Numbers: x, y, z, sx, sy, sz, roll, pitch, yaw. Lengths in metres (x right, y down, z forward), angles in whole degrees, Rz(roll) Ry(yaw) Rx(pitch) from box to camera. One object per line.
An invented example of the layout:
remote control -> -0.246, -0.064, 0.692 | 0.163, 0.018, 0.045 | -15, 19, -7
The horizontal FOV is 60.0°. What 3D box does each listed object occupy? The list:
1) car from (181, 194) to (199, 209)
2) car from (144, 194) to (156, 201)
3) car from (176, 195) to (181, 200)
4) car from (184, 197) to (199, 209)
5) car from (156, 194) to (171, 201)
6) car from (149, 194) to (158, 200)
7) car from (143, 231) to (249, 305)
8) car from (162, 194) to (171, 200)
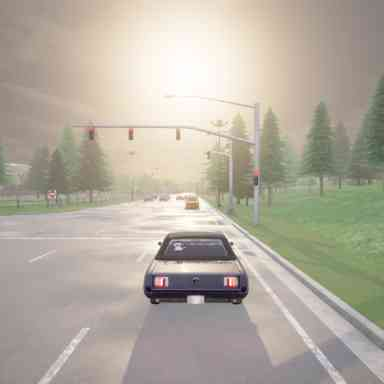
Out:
car -> -0.083, 1.092, 46.204 | 1.882, 1.535, 5.008 | -3, 16, -4
car -> -10.393, 1.531, 80.359 | 2.033, 1.411, 5.357 | 0, 0, 0
car -> -3.378, 1.553, 91.183 | 1.994, 1.385, 4.181 | 0, 0, 0
car -> -0.020, 1.576, 49.725 | 2.033, 1.411, 5.357 | -1, 1, 1
car -> -6.893, 1.531, 80.354 | 2.033, 1.411, 5.357 | 0, 0, 0
car -> -10.379, 1.332, 90.779 | 1.837, 1.490, 4.892 | 0, 0, 0
car -> 0.090, 1.601, 8.057 | 1.895, 1.301, 4.718 | 0, 0, 0
car -> -6.879, 1.372, 90.774 | 2.033, 1.411, 5.357 | 0, 0, 0
